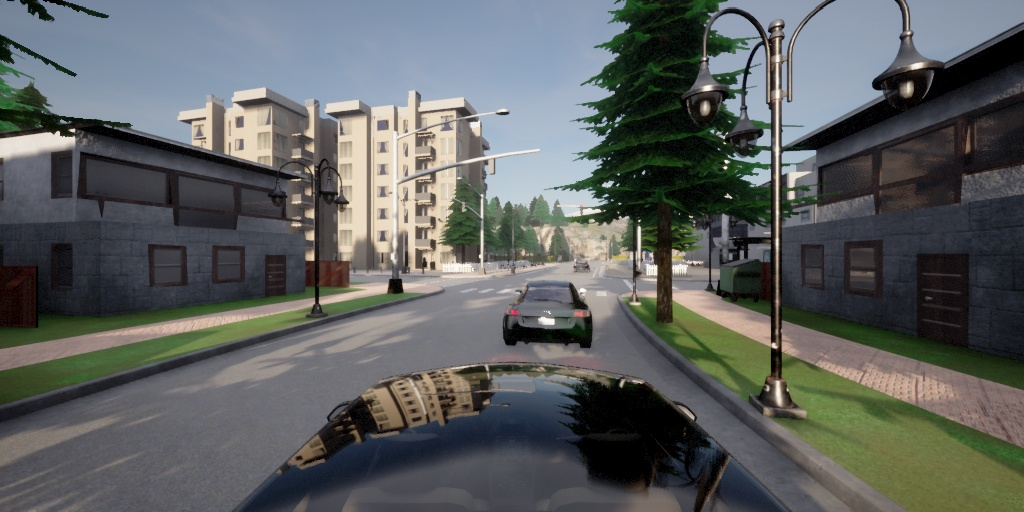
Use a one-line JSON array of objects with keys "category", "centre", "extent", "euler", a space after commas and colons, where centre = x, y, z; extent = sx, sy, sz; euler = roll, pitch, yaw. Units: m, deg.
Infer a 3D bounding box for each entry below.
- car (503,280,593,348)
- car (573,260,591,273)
[{"category": "car", "centre": [0.997, 1.314, 9.335], "extent": [1.994, 1.385, 4.181], "euler": [0, 0, 8]}, {"category": "car", "centre": [8.746, 1.276, 44.880], "extent": [2.128, 1.511, 4.902], "euler": [0, 0, 14]}]
